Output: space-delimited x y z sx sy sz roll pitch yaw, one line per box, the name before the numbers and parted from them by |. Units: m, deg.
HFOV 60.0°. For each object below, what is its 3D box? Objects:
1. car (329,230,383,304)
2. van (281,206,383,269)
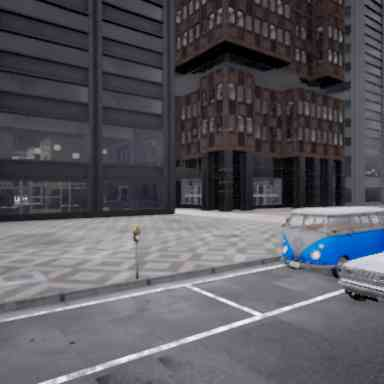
car | 5.178 1.596 7.069 4.718 1.301 1.895 0 0 -35
van | 4.347 1.336 9.751 3.998 1.788 1.690 0 0 -35
